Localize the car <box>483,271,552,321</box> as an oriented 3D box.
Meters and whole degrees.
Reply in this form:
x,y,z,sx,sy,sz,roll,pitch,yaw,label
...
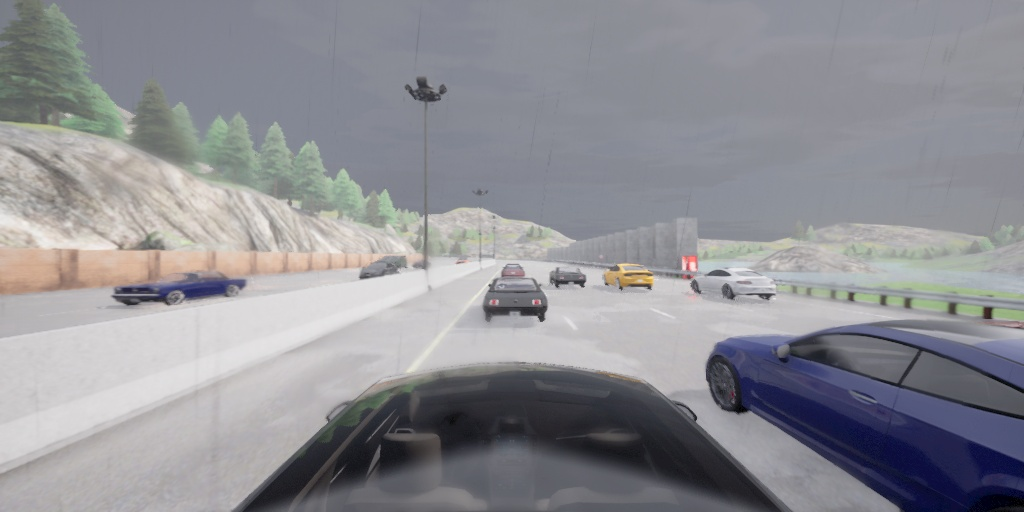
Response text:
x,y,z,sx,sy,sz,roll,pitch,yaw,label
0.097,1.351,12.422,1.895,1.301,4.718,0,0,0,car

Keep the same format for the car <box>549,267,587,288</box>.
x,y,z,sx,sy,sz,roll,pitch,yaw,label
3.592,1.352,23.950,1.895,1.301,4.718,0,0,0,car

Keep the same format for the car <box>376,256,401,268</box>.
x,y,z,sx,sy,sz,roll,pitch,yaw,label
-20.791,0.973,60.520,2.150,2.045,5.566,0,0,2,car

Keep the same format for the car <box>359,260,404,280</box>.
x,y,z,sx,sy,sz,roll,pitch,yaw,label
-10.612,1.258,28.900,1.837,1.490,4.892,0,-1,0,car

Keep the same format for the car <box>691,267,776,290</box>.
x,y,z,sx,sy,sz,roll,pitch,yaw,label
10.594,1.277,17.454,1.812,1.442,4.674,0,0,0,car

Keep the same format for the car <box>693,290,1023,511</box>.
x,y,z,sx,sy,sz,roll,pitch,yaw,label
3.600,1.276,3.064,1.812,1.442,4.674,0,0,0,car

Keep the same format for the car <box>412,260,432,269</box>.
x,y,z,sx,sy,sz,roll,pitch,yaw,label
-13.915,1.299,56.060,2.033,1.411,5.357,0,0,2,car

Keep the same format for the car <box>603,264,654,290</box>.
x,y,z,sx,sy,sz,roll,pitch,yaw,label
7.092,1.229,22.313,1.882,1.535,5.008,0,0,0,car

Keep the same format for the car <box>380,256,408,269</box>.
x,y,z,sx,sy,sz,roll,pitch,yaw,label
-17.459,0.970,54.278,2.150,2.045,5.566,0,0,2,car

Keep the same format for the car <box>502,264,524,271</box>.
x,y,z,sx,sy,sz,roll,pitch,yaw,label
0.088,1.315,30.326,1.994,1.385,4.181,0,0,0,car

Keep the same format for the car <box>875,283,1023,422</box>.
x,y,z,sx,sy,sz,roll,pitch,yaw,label
7.099,1.228,3.580,1.882,1.535,5.008,0,0,0,car

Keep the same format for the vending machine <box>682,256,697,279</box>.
x,y,z,sx,sy,sz,roll,pitch,yaw,label
15.487,0.947,31.292,1.100,2.100,0.880,0,0,0,vending machine

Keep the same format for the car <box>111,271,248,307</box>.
x,y,z,sx,sy,sz,roll,pitch,yaw,label
-14.106,1.351,15.620,1.895,1.301,4.718,0,0,0,car
